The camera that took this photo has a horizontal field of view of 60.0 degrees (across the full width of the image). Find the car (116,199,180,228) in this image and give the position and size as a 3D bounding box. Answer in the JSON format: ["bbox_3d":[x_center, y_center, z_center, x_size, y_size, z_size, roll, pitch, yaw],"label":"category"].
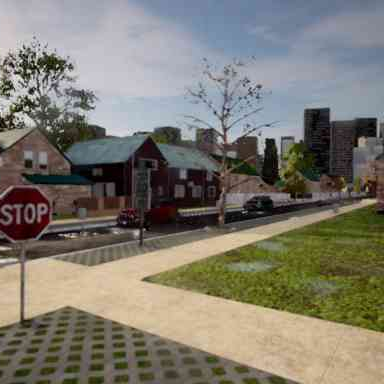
[{"bbox_3d":[-2.791,1.256,21.792,2.097,1.767,4.553,1,1,34],"label":"car"}]

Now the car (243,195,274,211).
[{"bbox_3d":[7.479,1.162,37.116,2.097,1.767,4.553,1,0,34],"label":"car"}]
